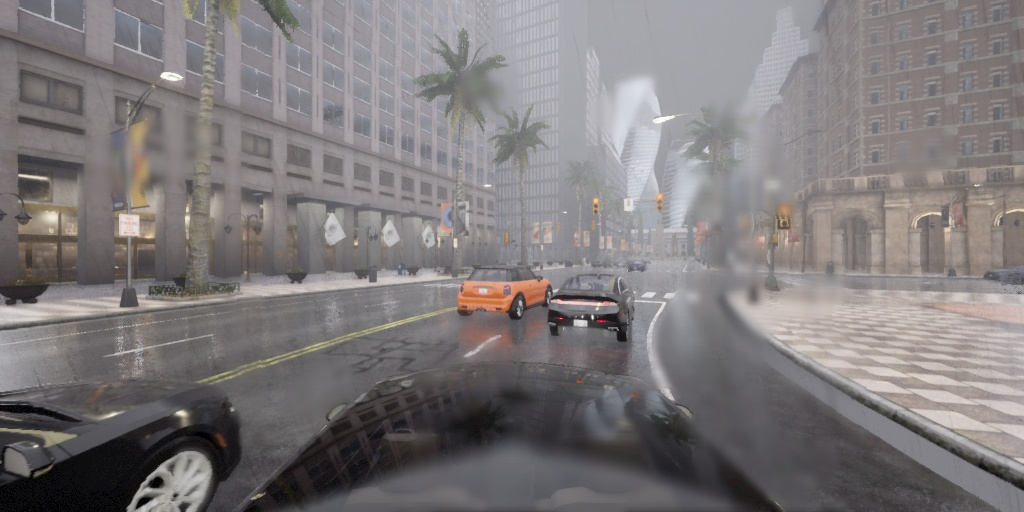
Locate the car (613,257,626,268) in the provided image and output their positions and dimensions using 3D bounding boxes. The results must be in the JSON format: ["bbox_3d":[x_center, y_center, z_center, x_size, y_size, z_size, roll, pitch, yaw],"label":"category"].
[{"bbox_3d":[17.842,1.241,57.484,2.128,1.511,4.902,0,0,27],"label":"car"}]

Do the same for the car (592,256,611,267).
[{"bbox_3d":[14.813,0.970,59.253,2.150,2.045,5.566,0,0,27],"label":"car"}]

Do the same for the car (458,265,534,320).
[{"bbox_3d":[-0.051,1.102,13.028,2.097,1.767,4.553,0,0,23],"label":"car"}]

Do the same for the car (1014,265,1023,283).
[{"bbox_3d":[37.330,1.254,23.353,4.892,1.490,1.837,0,0,27],"label":"car"}]

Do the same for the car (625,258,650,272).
[{"bbox_3d":[16.090,1.275,45.802,1.812,1.442,4.674,0,0,27],"label":"car"}]

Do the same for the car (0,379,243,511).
[{"bbox_3d":[-3.296,1.255,1.037,1.837,1.490,4.892,0,0,4],"label":"car"}]

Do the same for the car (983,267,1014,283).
[{"bbox_3d":[38.526,1.313,26.666,4.181,1.385,1.994,0,0,27],"label":"car"}]

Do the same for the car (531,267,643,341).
[{"bbox_3d":[2.374,1.241,9.999,2.128,1.511,4.902,0,0,22],"label":"car"}]
